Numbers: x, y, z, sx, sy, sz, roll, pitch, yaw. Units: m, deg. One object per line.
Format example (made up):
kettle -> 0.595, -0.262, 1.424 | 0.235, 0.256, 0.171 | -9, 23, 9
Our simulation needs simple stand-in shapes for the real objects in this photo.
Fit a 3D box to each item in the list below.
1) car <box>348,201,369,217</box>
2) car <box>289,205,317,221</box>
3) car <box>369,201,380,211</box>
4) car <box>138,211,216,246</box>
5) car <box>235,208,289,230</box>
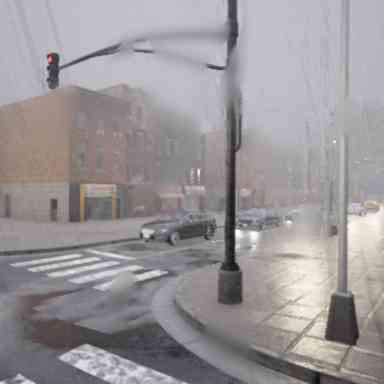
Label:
car -> 19.518, 2.108, 39.841 | 1.812, 1.442, 4.674 | 1, 0, 36
car -> 11.120, 2.006, 33.148 | 1.812, 1.442, 4.674 | 1, 0, 36
car -> 27.374, 2.069, 50.791 | 1.882, 1.535, 5.008 | 1, 0, 36
car -> -0.601, 1.721, 16.795 | 2.128, 1.511, 4.902 | 1, 0, 36
car -> 5.137, 1.907, 24.815 | 2.033, 1.411, 5.357 | 1, 0, 35
